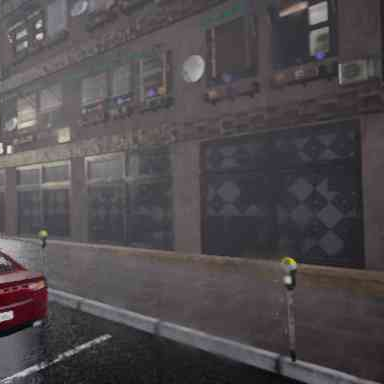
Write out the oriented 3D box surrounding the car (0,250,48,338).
[{"bbox_3d":[-4.367,1.582,5.851,4.507,1.381,1.887,0,-2,35],"label":"car"}]
